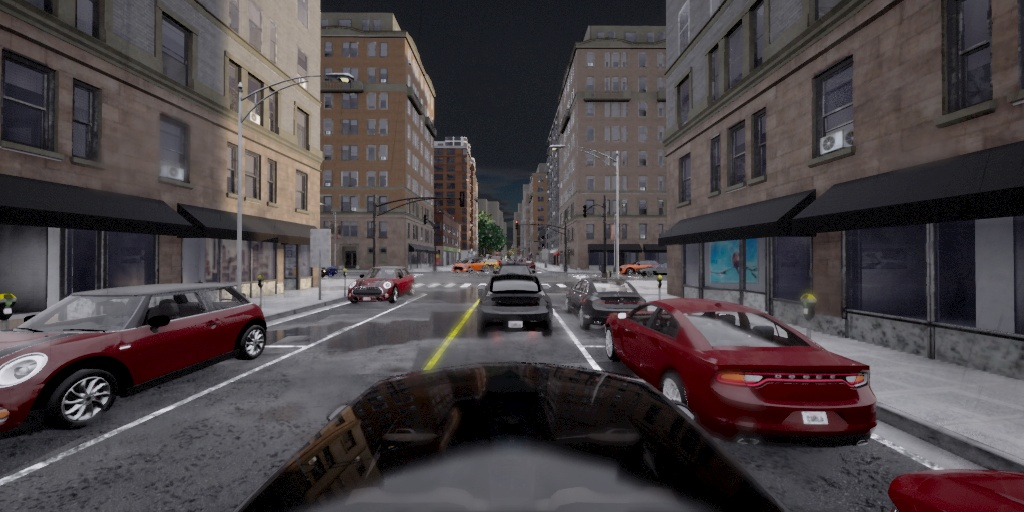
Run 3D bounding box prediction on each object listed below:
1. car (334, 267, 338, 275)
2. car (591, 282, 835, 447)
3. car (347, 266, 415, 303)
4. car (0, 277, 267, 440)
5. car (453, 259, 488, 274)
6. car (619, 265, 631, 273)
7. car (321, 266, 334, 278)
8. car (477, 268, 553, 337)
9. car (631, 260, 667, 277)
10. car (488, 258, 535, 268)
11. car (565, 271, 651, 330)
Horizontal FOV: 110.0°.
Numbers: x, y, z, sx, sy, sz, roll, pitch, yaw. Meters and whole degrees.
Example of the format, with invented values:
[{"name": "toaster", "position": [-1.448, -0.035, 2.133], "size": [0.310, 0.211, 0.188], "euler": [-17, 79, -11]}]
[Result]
[{"name": "car", "position": [-18.410, 1.150, 32.413], "size": [5.008, 1.535, 1.882], "euler": [0, 0, 0]}, {"name": "car", "position": [2.675, 1.296, 5.397], "size": [1.888, 1.381, 4.507], "euler": [0, 0, 0]}, {"name": "car", "position": [-5.835, 1.195, 16.389], "size": [1.967, 1.591, 4.097], "euler": [0, 0, 0]}, {"name": "car", "position": [-5.852, 1.190, 5.403], "size": [1.967, 1.591, 4.097], "euler": [0, 0, 0]}, {"name": "car", "position": [-5.028, 1.128, 42.315], "size": [2.097, 1.767, 4.553], "euler": [0, 0, 27]}, {"name": "car", "position": [14.024, 1.222, 39.265], "size": [4.553, 1.767, 2.097], "euler": [0, 0, 0]}, {"name": "car", "position": [-18.020, 0.869, 29.159], "size": [5.566, 2.045, 2.150], "euler": [0, 0, 0]}, {"name": "car", "position": [0.056, 1.258, 10.313], "size": [1.837, 1.490, 4.892], "euler": [0, 0, -1]}, {"name": "car", "position": [15.189, 1.395, 36.004], "size": [5.357, 1.411, 2.033], "euler": [0, 0, 0]}, {"name": "car", "position": [0.120, 1.108, 17.728], "size": [2.097, 1.767, 4.553], "euler": [0, 0, 0]}, {"name": "car", "position": [2.683, 1.303, 10.889], "size": [2.007, 1.370, 4.403], "euler": [0, 0, 0]}]
